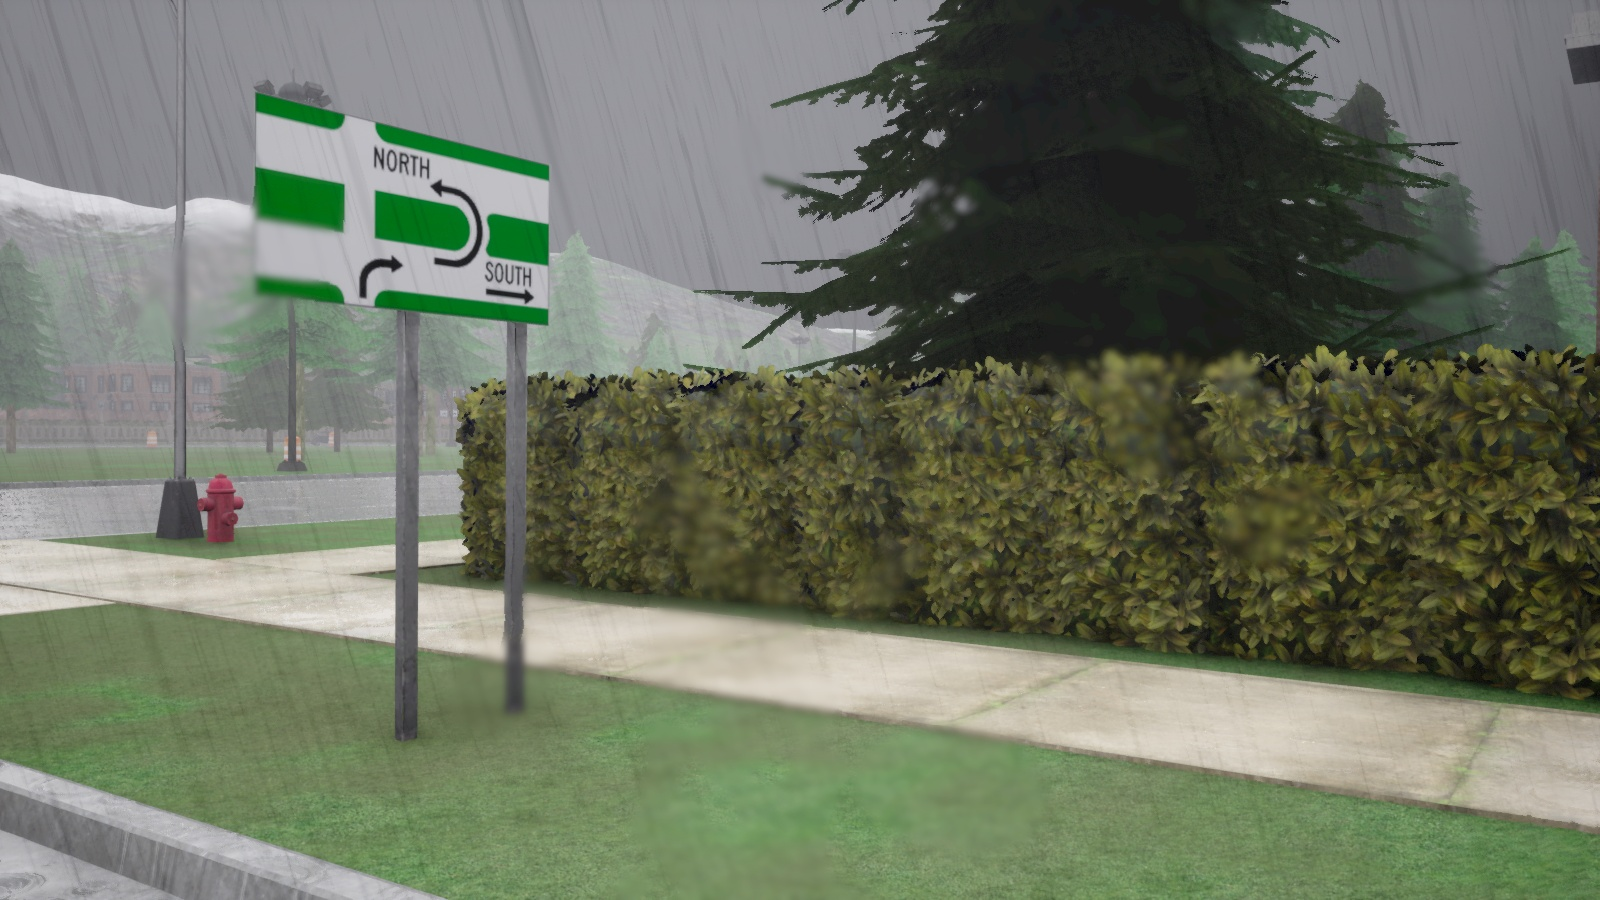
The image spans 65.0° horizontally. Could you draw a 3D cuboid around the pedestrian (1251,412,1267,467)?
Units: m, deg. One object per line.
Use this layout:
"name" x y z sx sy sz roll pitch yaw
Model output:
"pedestrian" 15.511 -0.359 42.427 0.345 1.836 0.594 0 1 34
